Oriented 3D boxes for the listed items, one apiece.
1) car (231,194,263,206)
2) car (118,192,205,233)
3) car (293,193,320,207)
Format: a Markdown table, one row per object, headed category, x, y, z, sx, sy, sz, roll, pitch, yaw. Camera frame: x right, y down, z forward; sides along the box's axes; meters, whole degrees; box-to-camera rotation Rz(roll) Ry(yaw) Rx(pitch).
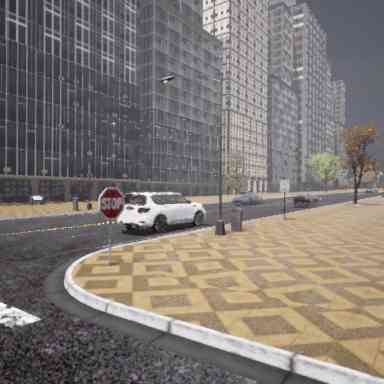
| category | x | y | z | sx | sy | sz | roll | pitch | yaw |
| --- | --- | --- | --- | --- | --- | --- | --- | --- | --- |
| car | 6.890 | 0.897 | 40.905 | 2.033 | 1.411 | 5.357 | 1 | 1 | 37 |
| car | -1.499 | 1.002 | 18.386 | 2.150 | 2.045 | 5.566 | 1 | 1 | 36 |
| car | 13.316 | 0.878 | 38.525 | 2.128 | 1.511 | 4.902 | 1 | 1 | 36 |
